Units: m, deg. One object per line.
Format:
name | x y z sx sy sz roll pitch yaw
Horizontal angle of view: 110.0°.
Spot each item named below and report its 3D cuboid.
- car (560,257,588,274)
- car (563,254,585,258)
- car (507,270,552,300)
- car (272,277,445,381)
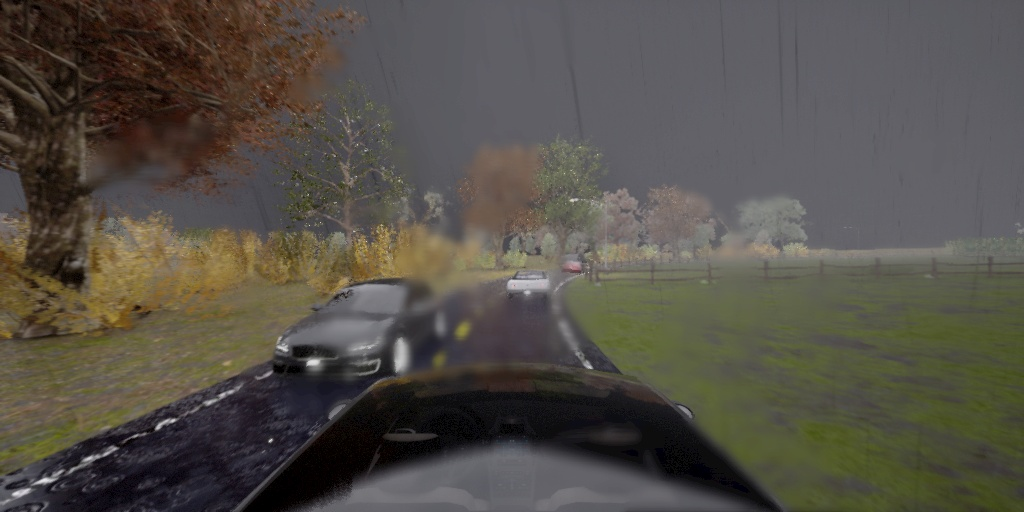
car | 7.035 1.183 39.332 1.994 1.385 4.181 0 1 23
car | 8.420 0.707 48.887 2.150 2.045 5.566 1 0 30
car | 0.993 1.332 17.709 1.895 1.301 4.718 0 0 7
car | -2.687 1.250 7.450 1.837 1.490 4.892 0 0 2
